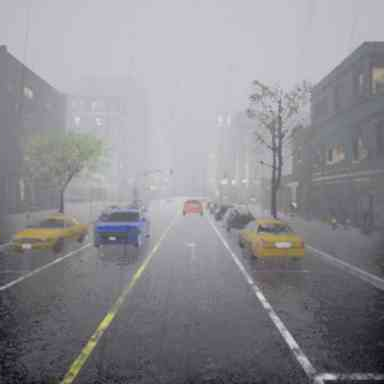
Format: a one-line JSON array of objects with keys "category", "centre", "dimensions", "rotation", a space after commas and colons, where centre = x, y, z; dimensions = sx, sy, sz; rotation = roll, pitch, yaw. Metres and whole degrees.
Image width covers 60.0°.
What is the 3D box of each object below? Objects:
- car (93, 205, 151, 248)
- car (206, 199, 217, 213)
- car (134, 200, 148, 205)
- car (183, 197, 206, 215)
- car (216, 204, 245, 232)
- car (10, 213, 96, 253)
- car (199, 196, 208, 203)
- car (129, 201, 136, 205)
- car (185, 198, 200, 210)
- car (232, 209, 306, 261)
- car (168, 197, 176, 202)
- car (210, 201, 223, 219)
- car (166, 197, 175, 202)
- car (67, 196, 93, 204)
[{"category": "car", "centre": [-3.056, 1.548, 15.360], "dimensions": [1.882, 1.535, 5.008], "rotation": [0, -1, 0]}, {"category": "car", "centre": [2.830, 1.757, 37.145], "dimensions": [1.802, 1.307, 4.206], "rotation": [0, 0, 0]}, {"category": "car", "centre": [-5.809, 1.609, 36.046], "dimensions": [1.967, 1.590, 4.097], "rotation": [0, 0, 0]}, {"category": "car", "centre": [0.103, 1.519, 35.630], "dimensions": [2.097, 1.767, 4.553], "rotation": [0, 0, 0]}, {"category": "car", "centre": [2.800, 1.646, 20.599], "dimensions": [2.008, 1.369, 4.403], "rotation": [0, 0, 0]}, {"category": "car", "centre": [-5.751, 1.590, 13.991], "dimensions": [1.752, 1.417, 4.829], "rotation": [1, 0, 0]}, {"category": "car", "centre": [2.817, 1.855, 83.618], "dimensions": [1.967, 1.590, 4.097], "rotation": [0, 0, 0]}, {"category": "car", "centre": [-5.804, 1.668, 25.227], "dimensions": [2.008, 1.369, 4.403], "rotation": [1, 0, 0]}, {"category": "car", "centre": [0.104, 1.724, 48.703], "dimensions": [2.128, 1.511, 4.902], "rotation": [0, 0, 0]}, {"category": "car", "centre": [2.759, 1.582, 12.378], "dimensions": [1.752, 1.417, 4.829], "rotation": [0, 0, 0]}, {"category": "car", "centre": [-5.675, 2.030, 94.942], "dimensions": [2.008, 1.369, 4.403], "rotation": [0, 0, 0]}, {"category": "car", "centre": [2.829, 1.697, 28.144], "dimensions": [1.947, 1.339, 4.313], "rotation": [0, 0, 0]}, {"category": "car", "centre": [-5.766, 1.967, 84.840], "dimensions": [1.887, 1.381, 4.507], "rotation": [0, 0, 0]}, {"category": "car", "centre": [-19.991, 1.448, 59.487], "dimensions": [4.507, 1.381, 1.887], "rotation": [1, -2, 0]}]
